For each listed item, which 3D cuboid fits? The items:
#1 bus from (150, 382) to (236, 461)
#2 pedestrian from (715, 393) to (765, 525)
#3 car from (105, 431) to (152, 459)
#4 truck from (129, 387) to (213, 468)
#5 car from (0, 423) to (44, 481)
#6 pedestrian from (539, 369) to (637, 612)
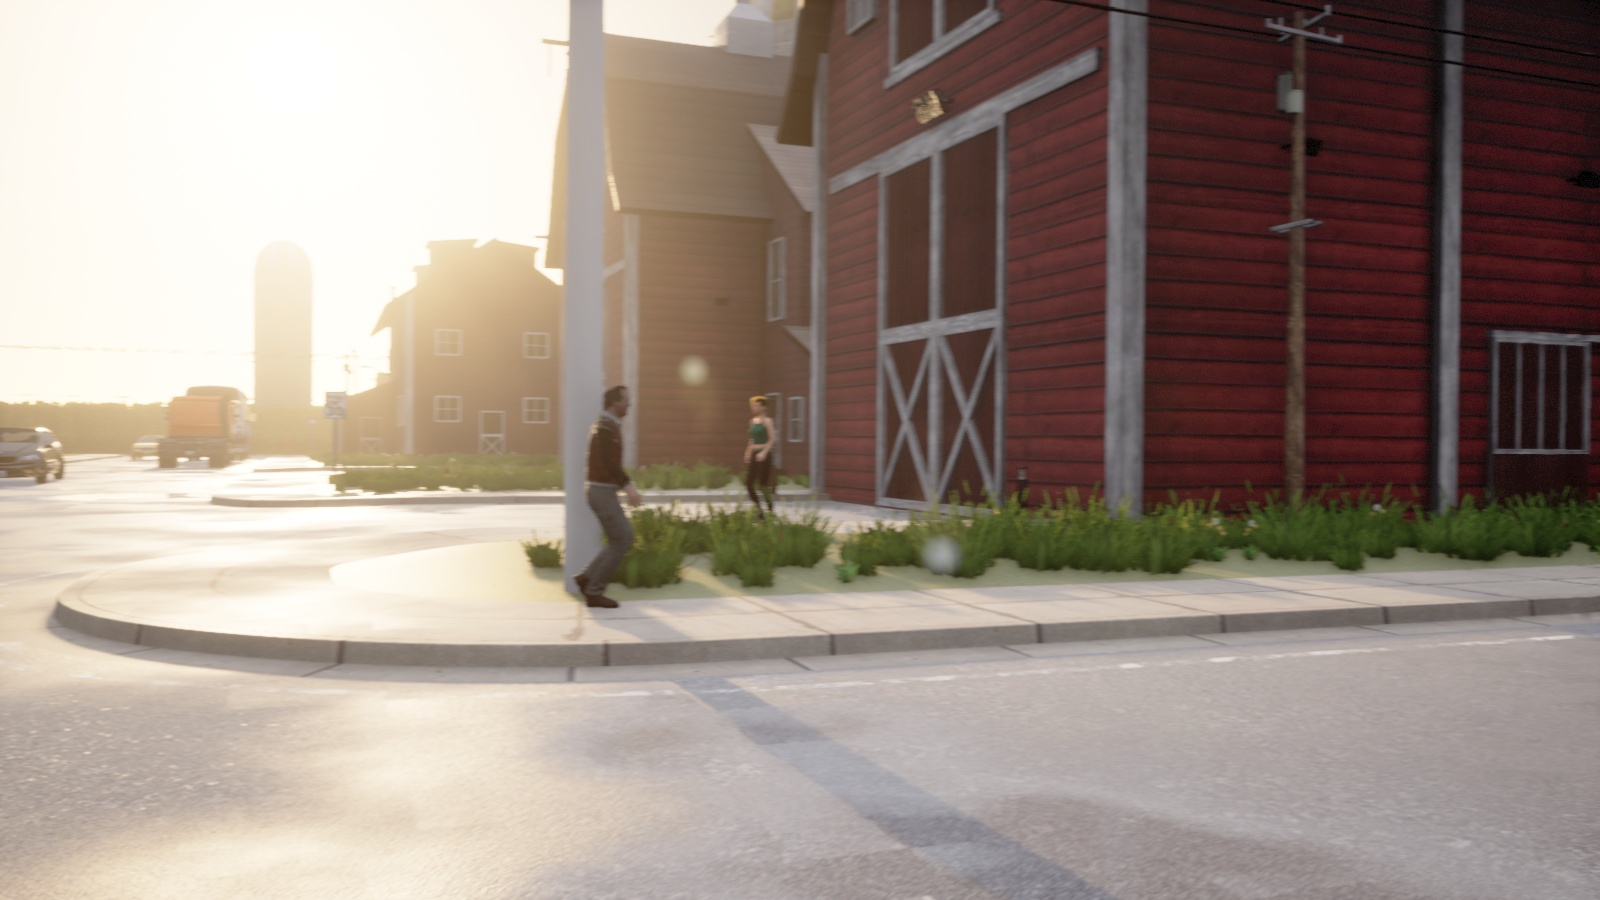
[{"bbox_3d":[-35.378,-1.590,73.588,3.944,4.253,10.273,0,0,-22],"label":"bus"},{"bbox_3d":[-0.845,0.124,17.741,0.594,1.836,0.345,0,1,-39],"label":"pedestrian"},{"bbox_3d":[-38.686,-0.299,72.439,1.801,1.575,5.366,0,0,-22],"label":"car"},{"bbox_3d":[-29.114,-1.010,58.384,2.891,3.462,7.936,0,1,-22],"label":"truck"},{"bbox_3d":[-24.384,0.016,37.690,2.242,1.667,4.611,0,1,-23],"label":"car"},{"bbox_3d":[-1.660,0.310,9.819,0.720,1.854,0.376,0,0,-12],"label":"pedestrian"}]
